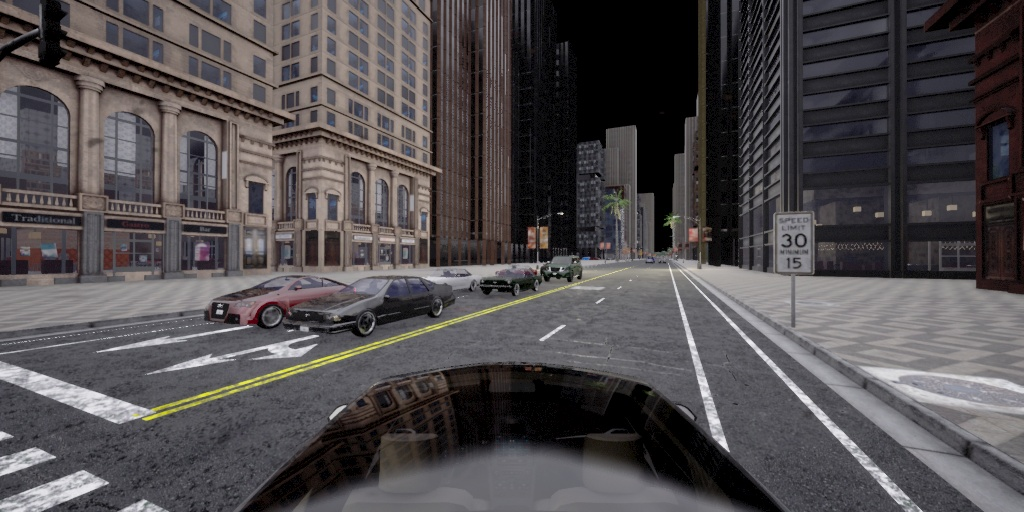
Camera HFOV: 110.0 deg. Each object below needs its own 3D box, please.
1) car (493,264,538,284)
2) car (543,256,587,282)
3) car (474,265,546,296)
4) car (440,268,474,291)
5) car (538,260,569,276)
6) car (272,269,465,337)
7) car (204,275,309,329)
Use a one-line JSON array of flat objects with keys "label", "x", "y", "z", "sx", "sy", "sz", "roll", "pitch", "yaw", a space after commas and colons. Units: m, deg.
[{"label": "car", "x": 0.406, "y": 1.364, "z": 28.587, "sx": 1.895, "sy": 1.301, "sz": 4.718, "roll": 0, "pitch": 0, "yaw": 24}, {"label": "car", "x": 4.286, "y": 0.987, "z": 29.366, "sx": 2.150, "sy": 2.045, "sz": 5.566, "roll": 0, "pitch": 0, "yaw": 23}, {"label": "car", "x": 0.045, "y": 1.358, "z": 19.546, "sx": 1.895, "sy": 1.301, "sz": 4.718, "roll": 0, "pitch": 0, "yaw": 24}, {"label": "car", "x": -3.541, "y": 1.357, "z": 19.441, "sx": 1.895, "sy": 1.301, "sz": 4.718, "roll": 0, "pitch": 0, "yaw": 23}, {"label": "car", "x": 4.484, "y": 1.251, "z": 37.943, "sx": 1.882, "sy": 1.535, "sz": 5.008, "roll": 0, "pitch": 0, "yaw": 24}, {"label": "car", "x": -3.753, "y": 1.299, "z": 10.742, "sx": 2.033, "sy": 1.411, "sz": 5.357, "roll": 0, "pitch": 0, "yaw": 23}, {"label": "car", "x": -7.007, "y": 1.316, "z": 11.394, "sx": 1.994, "sy": 1.385, "sz": 4.181, "roll": 0, "pitch": 0, "yaw": 24}]
